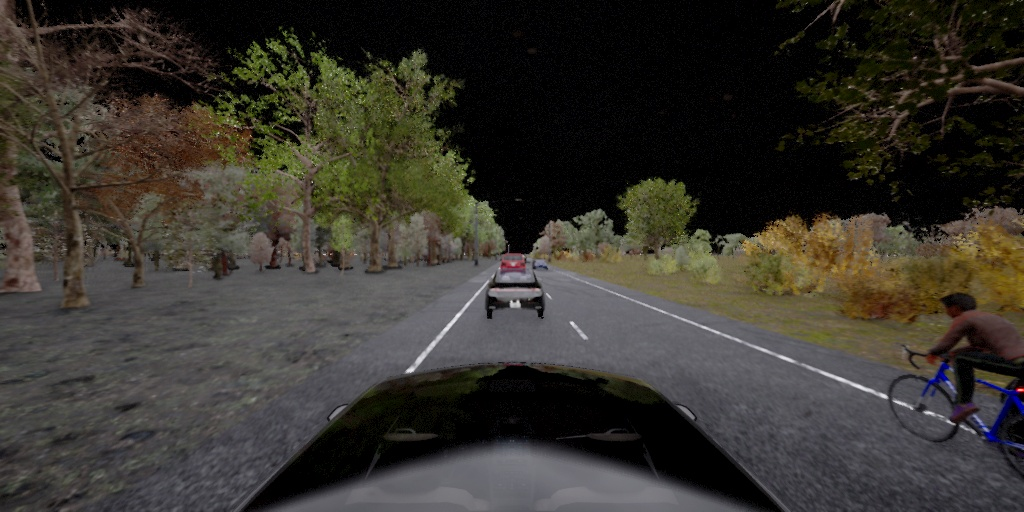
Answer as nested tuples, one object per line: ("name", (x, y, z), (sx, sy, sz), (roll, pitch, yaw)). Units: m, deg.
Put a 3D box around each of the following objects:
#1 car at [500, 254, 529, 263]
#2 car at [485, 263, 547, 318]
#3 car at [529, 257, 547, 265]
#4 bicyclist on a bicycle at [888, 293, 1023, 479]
("car", (0.096, 0.802, 31.996), (2.150, 2.045, 5.566), (0, 0, 0))
("car", (0.097, 1.180, 12.685), (2.128, 1.511, 4.902), (0, 0, 0))
("car", (3.595, 1.044, 47.130), (2.033, 1.411, 5.357), (0, 0, 0))
("bicyclist on a bicycle", (4.466, 1.193, 3.434), (0.582, 1.620, 1.656), (0, 0, 0))
